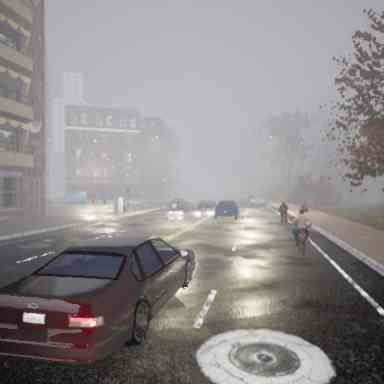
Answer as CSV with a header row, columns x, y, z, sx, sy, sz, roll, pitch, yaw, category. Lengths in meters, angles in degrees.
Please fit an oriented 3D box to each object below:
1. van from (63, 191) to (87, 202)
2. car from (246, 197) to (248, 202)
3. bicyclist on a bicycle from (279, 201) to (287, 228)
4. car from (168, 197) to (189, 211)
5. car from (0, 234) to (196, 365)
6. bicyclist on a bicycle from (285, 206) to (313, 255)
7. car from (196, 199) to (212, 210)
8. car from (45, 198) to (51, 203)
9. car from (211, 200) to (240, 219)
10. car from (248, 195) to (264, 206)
x,y,z,sx,sy,sz,roll,pitch,yaw,category
-20.320,0.810,58.027,3.998,1.788,1.690,1,-1,-20,van
12.414,1.387,69.795,1.812,1.442,4.674,0,0,7,car
5.707,1.418,20.704,0.582,1.620,1.656,0,0,11,bicyclist on a bicycle
-1.596,1.427,40.672,2.128,1.511,4.902,0,0,10,car
-1.314,1.537,6.383,2.033,1.411,5.357,0,0,13,car
3.999,1.416,12.176,0.866,1.612,1.509,0,0,12,bicyclist on a bicycle
1.703,1.532,40.764,1.895,1.301,4.718,0,0,10,car
-22.766,1.047,48.167,4.206,1.307,1.802,1,-1,-20,car
3.109,1.430,28.892,1.882,1.535,5.008,0,0,10,car
10.124,1.503,51.820,1.895,1.301,4.718,0,0,8,car
